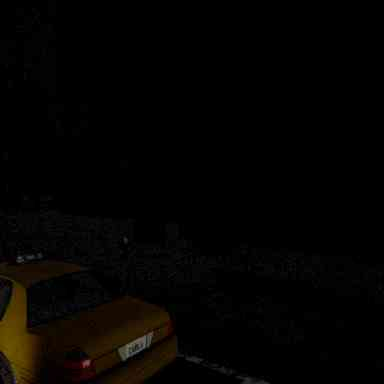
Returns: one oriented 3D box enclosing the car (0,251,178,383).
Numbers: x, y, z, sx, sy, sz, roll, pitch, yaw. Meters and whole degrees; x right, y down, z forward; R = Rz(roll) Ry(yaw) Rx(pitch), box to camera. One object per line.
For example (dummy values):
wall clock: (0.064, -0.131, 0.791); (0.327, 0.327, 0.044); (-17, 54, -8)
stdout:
car: (-2.442, 1.525, 4.701); (4.829, 1.417, 1.752); (0, 0, 35)
